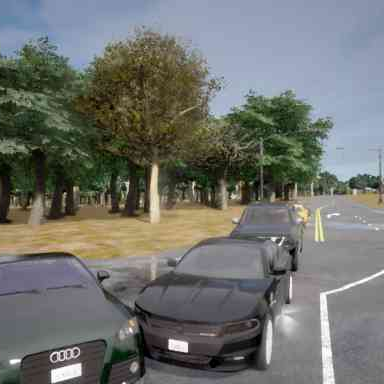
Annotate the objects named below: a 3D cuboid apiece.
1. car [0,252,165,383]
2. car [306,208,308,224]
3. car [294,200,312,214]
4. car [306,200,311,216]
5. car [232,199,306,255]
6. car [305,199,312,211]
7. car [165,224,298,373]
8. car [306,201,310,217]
[{"bbox_3d":[-2.297,1.642,4.933,1.994,1.385,4.181,1,-2,-33],"label":"car"},{"bbox_3d":[5.117,1.773,18.264,1.895,1.301,4.718,-1,0,21],"label":"car"},{"bbox_3d":[13.382,1.745,40.094,1.812,1.442,4.674,-1,0,21],"label":"car"},{"bbox_3d":[9.342,1.723,29.515,1.812,1.442,4.674,-1,0,21],"label":"car"},{"bbox_3d":[2.881,1.459,12.363,2.150,2.045,5.566,-2,0,21],"label":"car"},{"bbox_3d":[11.378,1.561,34.887,2.097,1.767,4.553,-1,0,21],"label":"car"},{"bbox_3d":[0.751,1.612,6.226,1.882,1.535,5.008,-1,-2,21],"label":"car"},{"bbox_3d":[7.275,1.662,24.014,1.882,1.535,5.008,-1,0,21],"label":"car"}]
